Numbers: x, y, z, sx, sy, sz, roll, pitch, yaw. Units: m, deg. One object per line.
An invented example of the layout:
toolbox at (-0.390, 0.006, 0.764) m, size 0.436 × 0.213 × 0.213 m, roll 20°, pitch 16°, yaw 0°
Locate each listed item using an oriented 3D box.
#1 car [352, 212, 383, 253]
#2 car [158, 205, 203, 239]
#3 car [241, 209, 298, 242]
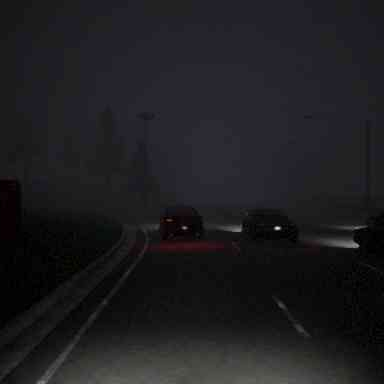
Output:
car at (7.081, 1.497, 10.339) m, size 2.033 × 1.411 × 5.357 m, roll 0°, pitch 0°, yaw 0°
car at (-0.653, 1.394, 16.959) m, size 1.882 × 1.535 × 5.008 m, roll 0°, pitch 0°, yaw -8°
car at (3.592, 1.486, 15.956) m, size 1.994 × 1.385 × 4.181 m, roll 0°, pitch 0°, yaw 0°
